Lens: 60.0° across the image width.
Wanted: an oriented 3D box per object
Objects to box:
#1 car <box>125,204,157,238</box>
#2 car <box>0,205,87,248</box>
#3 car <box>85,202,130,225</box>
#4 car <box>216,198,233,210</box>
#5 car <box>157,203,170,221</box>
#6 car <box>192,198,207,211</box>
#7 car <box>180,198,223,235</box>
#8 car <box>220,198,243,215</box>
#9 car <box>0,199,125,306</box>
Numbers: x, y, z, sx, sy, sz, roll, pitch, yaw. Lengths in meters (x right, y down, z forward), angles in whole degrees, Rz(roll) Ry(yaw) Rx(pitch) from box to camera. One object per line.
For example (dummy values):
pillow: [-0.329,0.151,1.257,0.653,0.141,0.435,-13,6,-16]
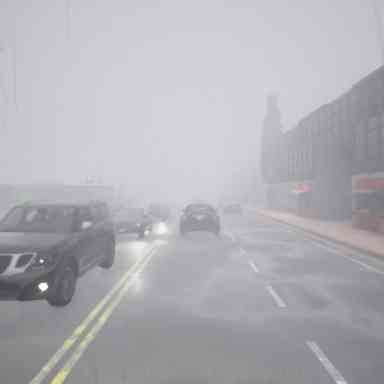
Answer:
car: [-3.262,1.563,18.218,1.812,1.442,4.674,0,0,1]
car: [-6.824,1.508,15.928,1.882,1.535,5.008,0,0,1]
car: [-6.508,1.600,26.208,2.033,1.411,5.357,0,0,2]
car: [4.513,1.595,46.966,2.128,1.511,4.902,0,0,2]
car: [-2.950,1.659,28.251,1.895,1.301,4.718,0,0,1]
car: [0.968,1.598,42.959,1.837,1.490,4.892,0,0,2]
car: [0.440,1.393,19.162,2.097,1.767,4.553,0,0,1]
car: [4.221,1.603,35.322,1.812,1.442,4.674,0,0,1]
car: [-3.480,1.238,8.410,2.150,2.045,5.566,0,0,1]
